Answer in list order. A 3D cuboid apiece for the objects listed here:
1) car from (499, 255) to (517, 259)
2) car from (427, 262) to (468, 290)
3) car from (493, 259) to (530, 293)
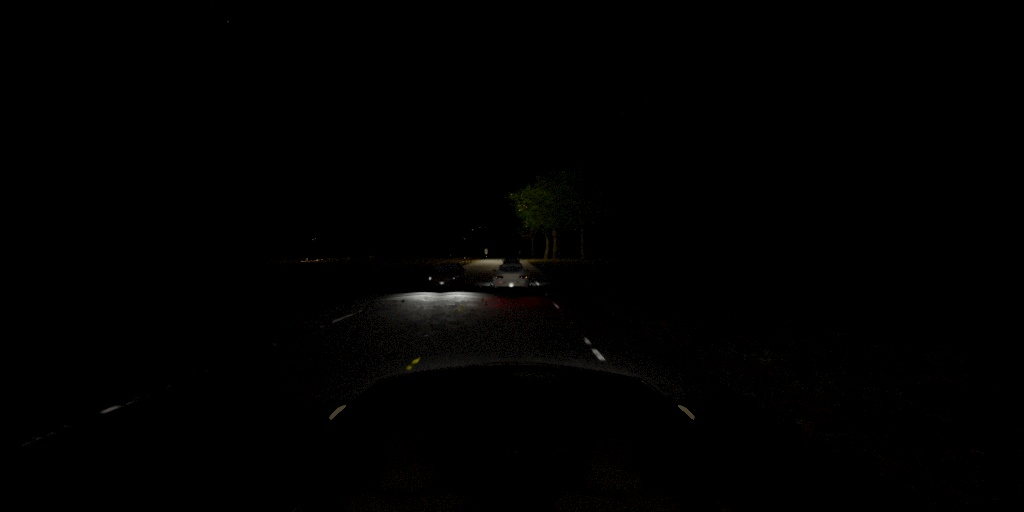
[{"bbox_3d":[-0.130,0.848,37.755,1.812,1.442,4.674,-1,1,0],"label":"car"},{"bbox_3d":[-3.634,1.102,20.832,1.812,1.442,4.674,-1,1,0],"label":"car"},{"bbox_3d":[-0.037,1.089,19.045,1.812,1.442,4.674,-1,1,0],"label":"car"}]
